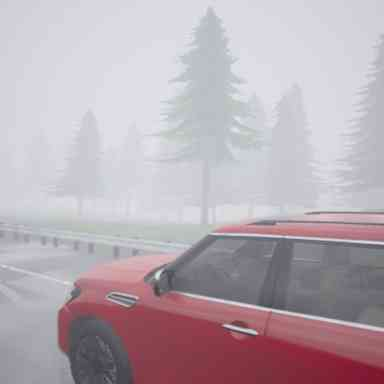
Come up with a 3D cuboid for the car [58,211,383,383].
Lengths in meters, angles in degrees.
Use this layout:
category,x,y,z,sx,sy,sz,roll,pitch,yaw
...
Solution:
category,x,y,z,sx,sy,sz,roll,pitch,yaw
car,1.045,1.221,3.247,5.566,2.045,2.150,0,0,36
